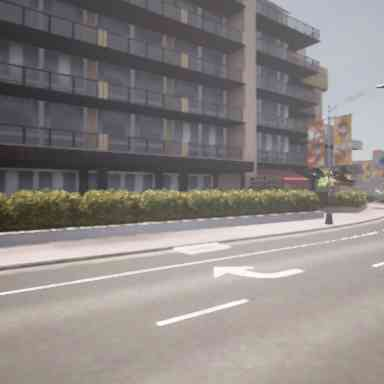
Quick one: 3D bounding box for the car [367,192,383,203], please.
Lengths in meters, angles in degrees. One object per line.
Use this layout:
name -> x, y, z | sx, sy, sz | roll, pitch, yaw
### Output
car -> 32.068, 0.966, 59.250 | 2.150, 2.045, 5.566 | 0, 0, -4
